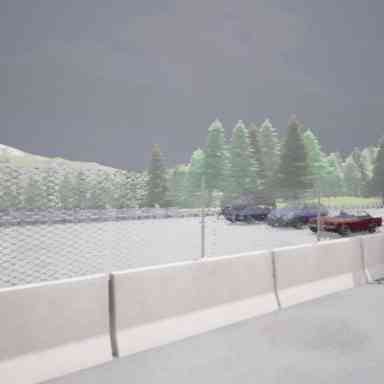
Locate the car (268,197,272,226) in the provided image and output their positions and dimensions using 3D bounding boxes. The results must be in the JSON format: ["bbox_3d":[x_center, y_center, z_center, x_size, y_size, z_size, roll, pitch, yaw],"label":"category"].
[{"bbox_3d":[7.048,1.423,21.821,4.553,1.767,2.097,0,0,-35],"label":"car"}]

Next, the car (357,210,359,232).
[{"bbox_3d":[8.597,1.670,18.633,4.718,1.301,1.895,0,0,-35],"label":"car"}]

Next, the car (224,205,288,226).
[{"bbox_3d":[4.756,1.669,24.487,4.718,1.301,1.895,0,0,-35],"label":"car"}]
